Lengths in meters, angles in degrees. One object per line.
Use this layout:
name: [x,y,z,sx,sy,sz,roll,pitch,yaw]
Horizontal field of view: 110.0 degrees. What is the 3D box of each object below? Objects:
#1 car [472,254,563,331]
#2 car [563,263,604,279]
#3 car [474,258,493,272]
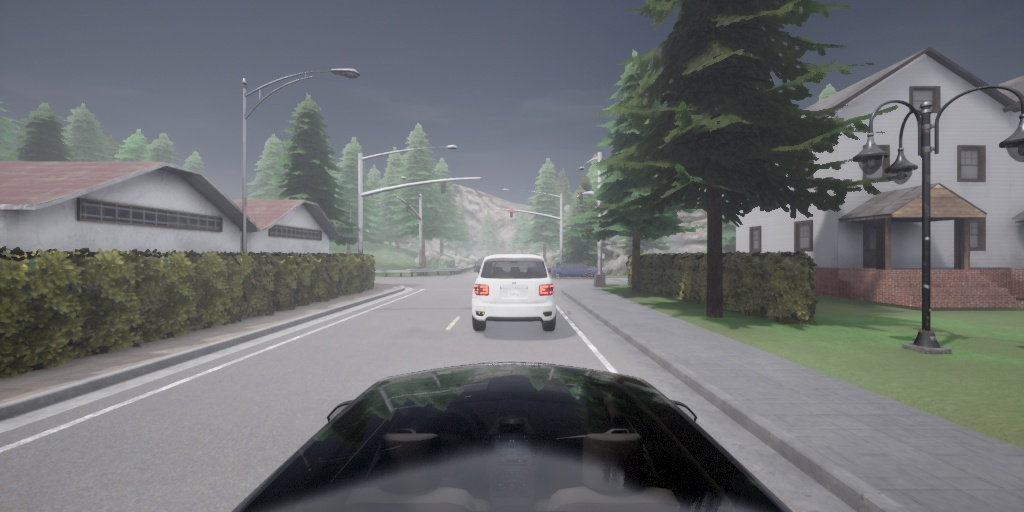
car: [0.066,0.971,11.088,2.150,2.045,5.566,0,0,0]
car: [5.151,1.283,31.196,5.357,1.411,2.033,0,0,0]
car: [-3.582,1.102,45.572,2.097,1.767,4.553,0,0,0]
